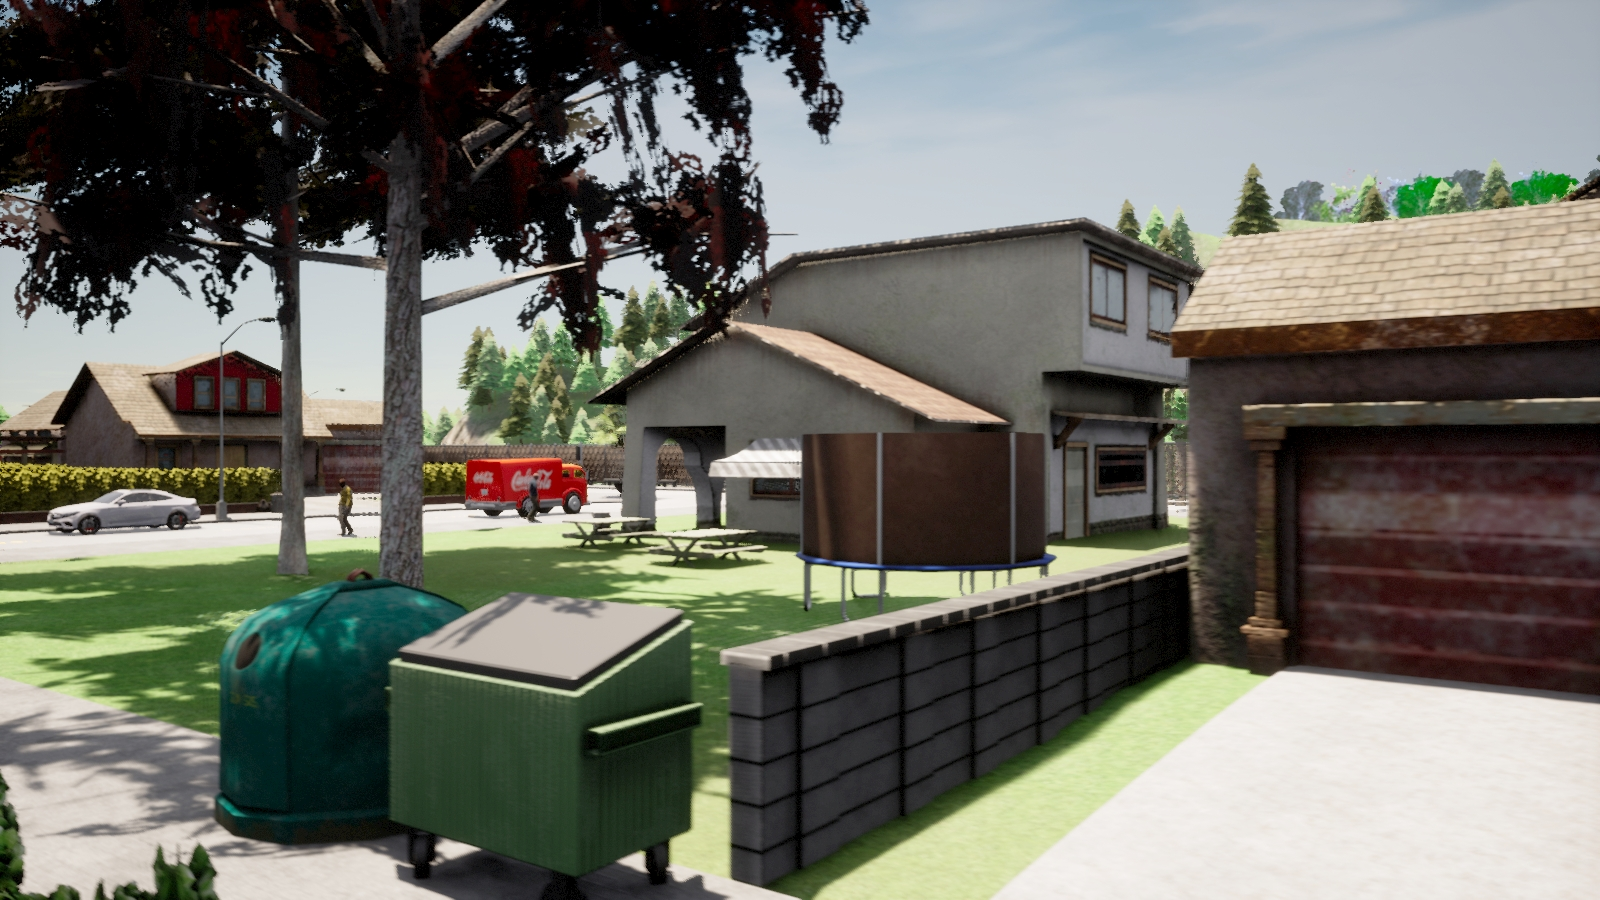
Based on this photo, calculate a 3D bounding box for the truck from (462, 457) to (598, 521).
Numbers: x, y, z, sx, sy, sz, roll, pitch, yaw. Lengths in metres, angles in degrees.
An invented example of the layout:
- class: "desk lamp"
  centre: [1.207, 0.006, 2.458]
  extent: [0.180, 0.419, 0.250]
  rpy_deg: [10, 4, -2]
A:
- class: "truck"
  centre: [-11.443, 1.581, 48.801]
  extent: [2.627, 2.467, 5.204]
  rpy_deg: [0, 1, 35]

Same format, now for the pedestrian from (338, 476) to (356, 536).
- class: "pedestrian"
  centre: [-14.121, 1.744, 35.587]
  extent: [0.375, 1.860, 0.375]
  rpy_deg: [0, 0, 35]

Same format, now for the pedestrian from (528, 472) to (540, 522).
- class: "pedestrian"
  centre: [-9.885, 1.746, 42.449]
  extent: [0.375, 1.860, 0.375]
  rpy_deg: [0, 0, -29]

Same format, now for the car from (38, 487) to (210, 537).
- class: "car"
  centre: [-23.193, 2.082, 39.353]
  extent: [2.002, 1.442, 4.674]
  rpy_deg: [0, 0, 35]
